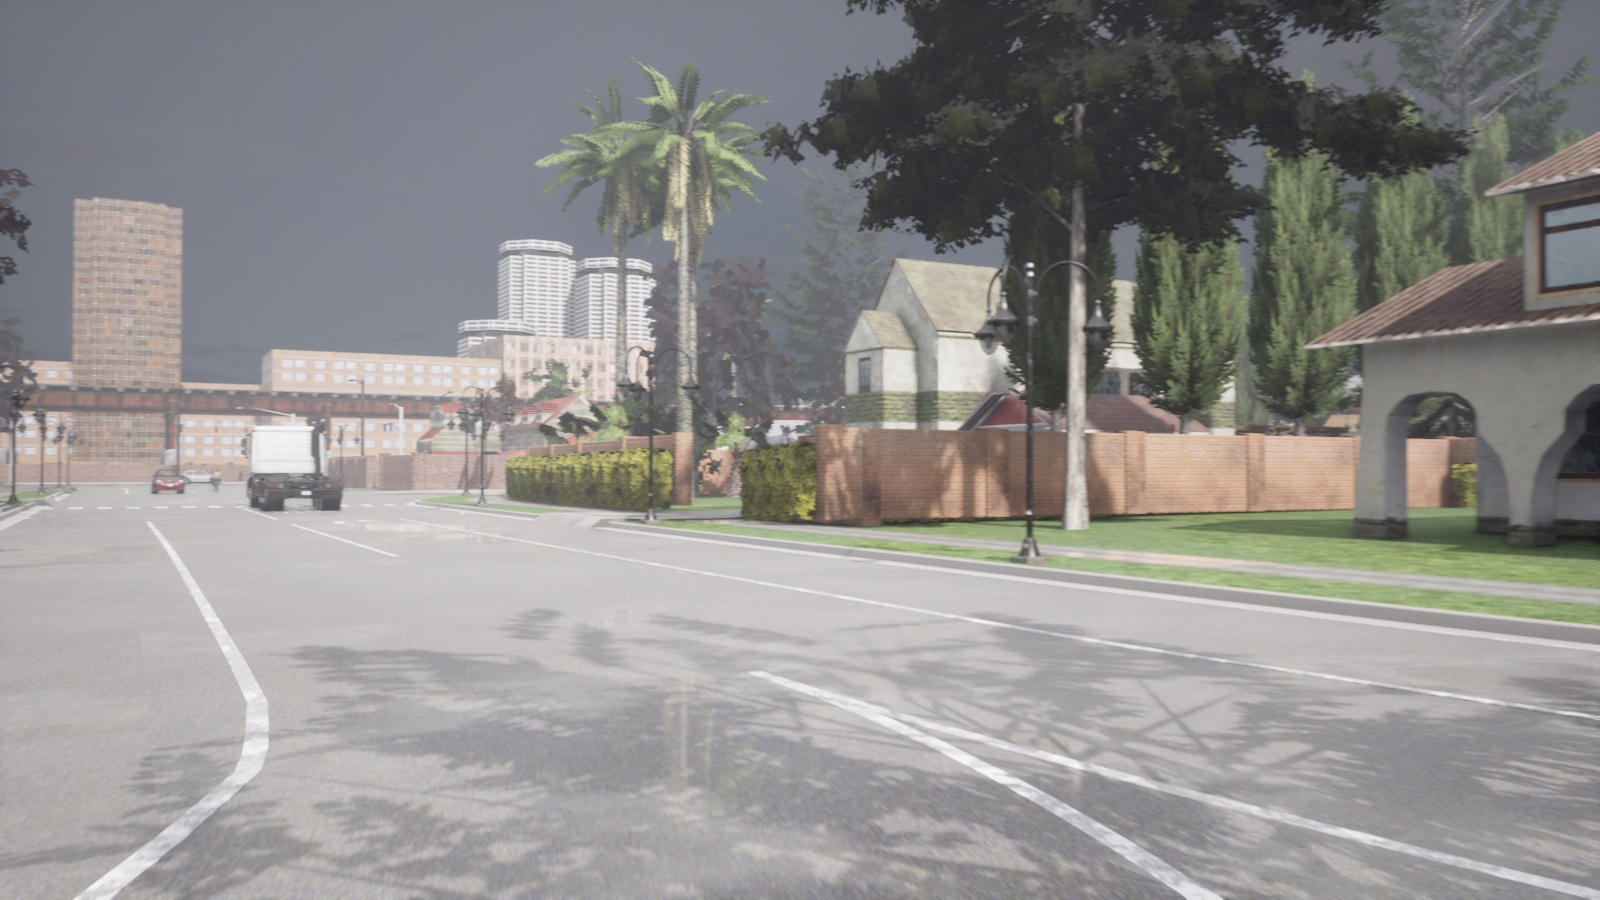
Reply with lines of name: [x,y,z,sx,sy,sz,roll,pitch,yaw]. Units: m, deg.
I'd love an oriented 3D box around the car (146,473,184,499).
car: [-40.529,2.274,80.070,1.851,1.617,3.988,0,-1,-31]

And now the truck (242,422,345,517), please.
truck: [-20.292,0.781,50.011,2.891,3.462,7.936,0,-1,-29]
